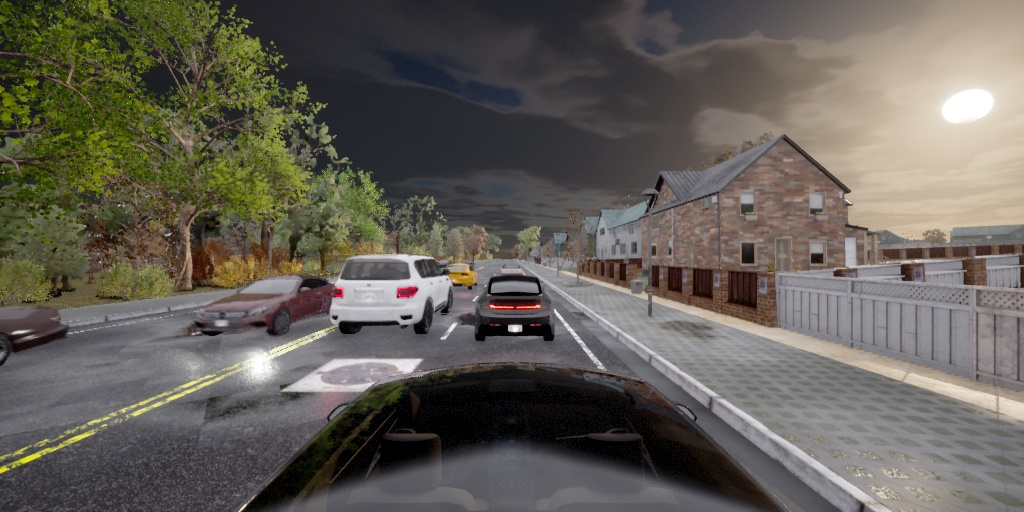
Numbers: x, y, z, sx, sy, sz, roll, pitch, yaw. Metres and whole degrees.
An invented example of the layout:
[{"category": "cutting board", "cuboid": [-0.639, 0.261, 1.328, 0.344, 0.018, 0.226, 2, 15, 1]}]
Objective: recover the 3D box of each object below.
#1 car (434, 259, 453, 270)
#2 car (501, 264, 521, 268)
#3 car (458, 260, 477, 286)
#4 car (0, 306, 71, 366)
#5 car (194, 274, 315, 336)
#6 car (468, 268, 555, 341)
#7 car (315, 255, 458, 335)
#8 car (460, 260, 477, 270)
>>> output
[{"category": "car", "cuboid": [-10.092, 1.263, 53.258, 1.882, 1.535, 5.008, 0, 0, 0]}, {"category": "car", "cuboid": [-0.086, 1.366, 33.244, 1.895, 1.301, 4.718, 0, 0, -2]}, {"category": "car", "cuboid": [-3.308, 1.237, 22.829, 1.882, 1.535, 5.008, 0, 0, 0]}, {"category": "car", "cuboid": [-9.866, 1.298, 4.785, 2.033, 1.411, 5.357, 0, 0, 0]}, {"category": "car", "cuboid": [-6.651, 1.279, 10.511, 1.812, 1.442, 4.674, 0, 0, 0]}, {"category": "car", "cuboid": [0.052, 1.258, 9.869, 1.837, 1.490, 4.892, 0, 0, 0]}, {"category": "car", "cuboid": [-3.200, 0.977, 10.665, 2.150, 2.045, 5.566, 0, 0, 0]}, {"category": "car", "cuboid": [-6.826, 1.336, 56.472, 2.033, 1.411, 5.357, 0, 0, 0]}]
